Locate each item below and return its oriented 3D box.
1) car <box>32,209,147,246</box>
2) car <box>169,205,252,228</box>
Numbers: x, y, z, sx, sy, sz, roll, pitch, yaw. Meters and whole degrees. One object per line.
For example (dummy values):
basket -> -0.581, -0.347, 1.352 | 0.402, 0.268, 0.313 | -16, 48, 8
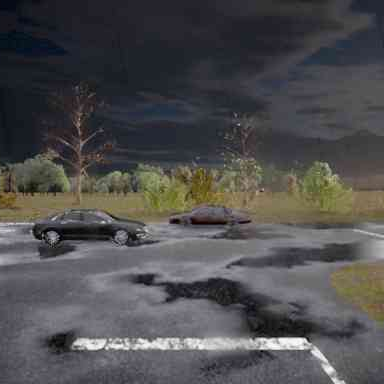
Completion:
car -> -4.461, 1.526, 14.808 | 4.892, 1.490, 1.837 | 0, 0, -1
car -> 1.195, 1.592, 21.954 | 5.357, 1.411, 2.033 | 0, 0, -1
